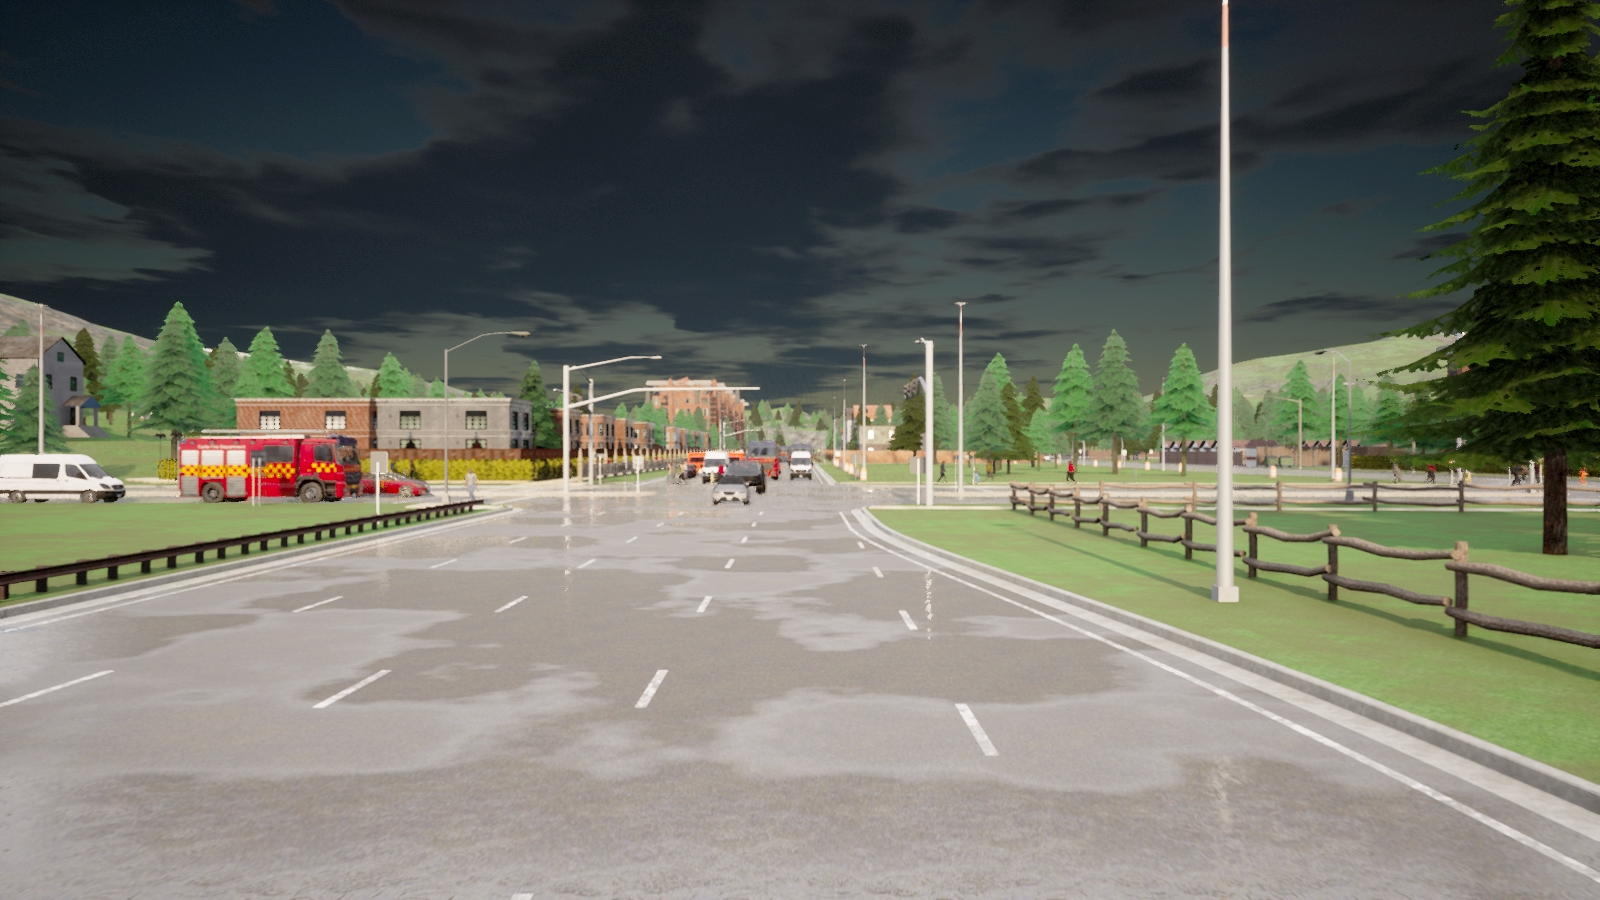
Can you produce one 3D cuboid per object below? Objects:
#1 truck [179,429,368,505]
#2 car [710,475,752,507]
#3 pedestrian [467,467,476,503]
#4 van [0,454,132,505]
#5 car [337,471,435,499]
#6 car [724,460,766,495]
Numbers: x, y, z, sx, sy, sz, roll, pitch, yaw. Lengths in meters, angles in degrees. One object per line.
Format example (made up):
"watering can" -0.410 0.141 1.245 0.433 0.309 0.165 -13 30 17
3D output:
"truck" -27.052 0.858 58.945 8.468 3.827 2.891 0 0 1
"car" -3.445 2.033 57.694 1.816 1.474 4.193 0 0 0
"pedestrian" -16.974 1.816 59.098 0.375 1.860 0.375 0 0 -4
"van" -38.237 1.502 59.314 5.915 2.561 1.988 0 0 1
"car" -23.957 2.011 66.168 4.902 1.511 2.128 0 0 1
"car" -3.430 1.713 72.646 2.390 2.098 6.274 0 0 0
